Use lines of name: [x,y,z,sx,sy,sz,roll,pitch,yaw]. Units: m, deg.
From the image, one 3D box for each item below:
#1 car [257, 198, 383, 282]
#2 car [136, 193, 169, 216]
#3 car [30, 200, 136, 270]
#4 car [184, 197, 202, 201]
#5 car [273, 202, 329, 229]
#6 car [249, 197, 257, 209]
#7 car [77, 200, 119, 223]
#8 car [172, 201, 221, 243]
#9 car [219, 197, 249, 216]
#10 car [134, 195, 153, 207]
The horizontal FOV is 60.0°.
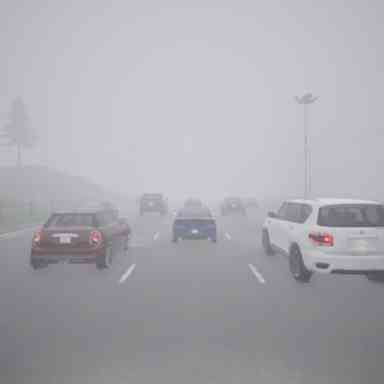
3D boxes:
car: [3.607,1.177,9.732,2.150,2.045,5.566,0,0,0]
car: [-3.398,1.085,30.243,2.150,2.045,5.566,0,0,0]
car: [-3.393,1.300,11.037,2.097,1.767,4.553,0,0,0]
car: [0.115,1.314,35.768,1.882,1.535,5.008,0,0,0]
car: [7.048,1.446,22.243,2.033,1.411,5.357,0,0,1]
car: [7.110,1.358,41.603,2.033,1.411,5.357,0,0,0]
car: [-6.928,1.410,25.059,1.812,1.442,4.674,0,0,0]
car: [0.109,1.405,15.778,1.882,1.535,5.008,0,0,0]
car: [3.599,1.211,30.654,2.097,1.767,4.553,0,0,0]
car: [-6.878,1.260,47.573,1.882,1.535,5.008,0,0,0]
